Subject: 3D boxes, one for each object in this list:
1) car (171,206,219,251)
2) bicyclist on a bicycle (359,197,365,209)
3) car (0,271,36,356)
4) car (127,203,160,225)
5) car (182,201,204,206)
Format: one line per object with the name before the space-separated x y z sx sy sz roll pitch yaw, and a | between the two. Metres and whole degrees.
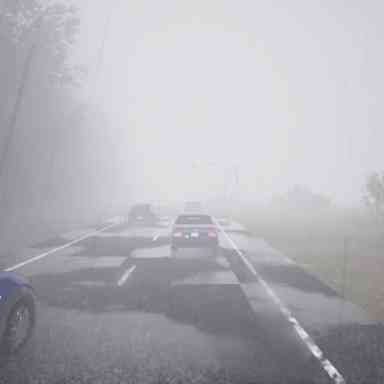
car | 0.097 1.527 14.002 2.033 1.411 5.357 0 0 0
bicyclist on a bicycle | 24.294 1.582 47.539 0.582 1.620 1.656 1 0 0
car | -3.400 1.347 3.188 2.097 1.767 4.553 0 0 0
car | -3.404 1.490 23.767 1.812 1.442 4.674 0 0 0
car | 0.096 1.501 30.291 2.033 1.411 5.357 0 0 0
